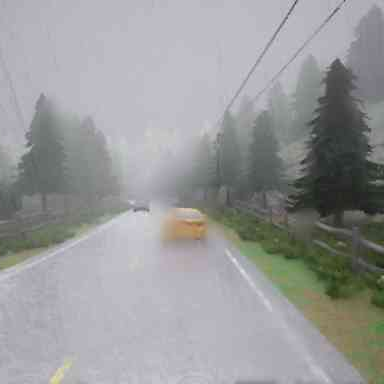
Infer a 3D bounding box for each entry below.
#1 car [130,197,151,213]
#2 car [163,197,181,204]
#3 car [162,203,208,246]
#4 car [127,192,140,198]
[{"bbox_3d":[-5.568,1.572,37.181,2.033,1.411,5.357,0,0,-6],"label":"car"},{"bbox_3d":[-2.422,1.371,39.615,2.097,1.767,4.553,0,0,-6],"label":"car"},{"bbox_3d":[-0.356,1.484,15.449,1.882,1.535,5.008,0,0,-3],"label":"car"},{"bbox_3d":[-13.689,0.896,77.835,2.150,2.045,5.566,0,0,-22],"label":"car"}]
